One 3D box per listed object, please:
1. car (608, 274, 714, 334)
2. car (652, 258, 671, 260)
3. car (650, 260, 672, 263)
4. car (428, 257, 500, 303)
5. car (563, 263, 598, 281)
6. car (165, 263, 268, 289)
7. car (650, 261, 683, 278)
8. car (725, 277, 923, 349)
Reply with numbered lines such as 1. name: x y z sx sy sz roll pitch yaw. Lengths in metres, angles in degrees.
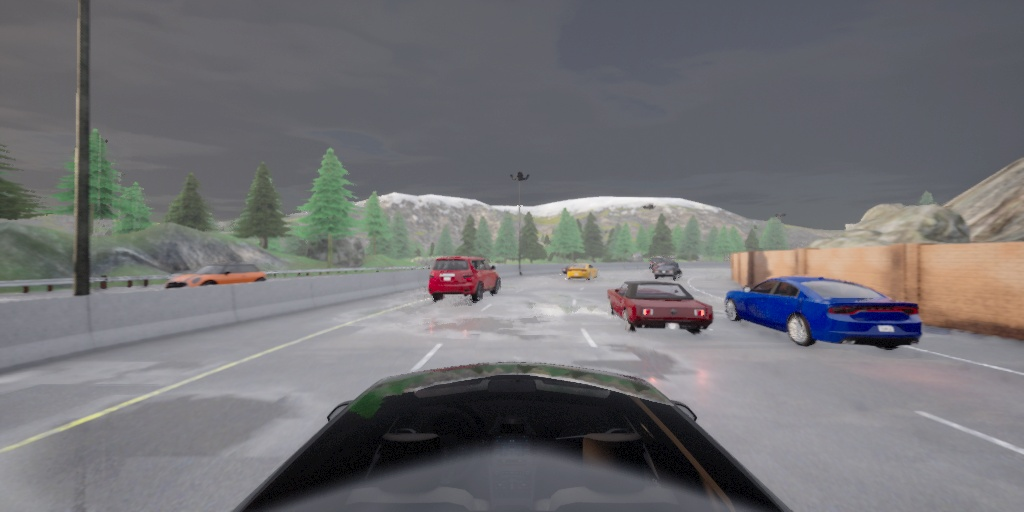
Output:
1. car: 4.121 1.405 10.843 1.895 1.301 4.718 0 0 6
2. car: 23.115 1.280 54.469 5.566 2.045 2.150 1 -1 -40
3. car: 19.357 1.533 45.425 1.812 1.442 4.674 -1 -1 42
4. car: -2.177 1.065 17.688 2.150 2.045 5.566 -1 0 11
5. car: 6.503 1.409 32.691 1.882 1.535 5.008 -1 0 25
6. car: -16.016 1.205 19.693 2.097 1.767 4.553 0 0 10
7. car: 15.023 1.489 34.299 2.033 1.411 5.357 0 0 33
8. car: 7.522 1.273 9.404 1.882 1.535 5.008 -1 0 6
